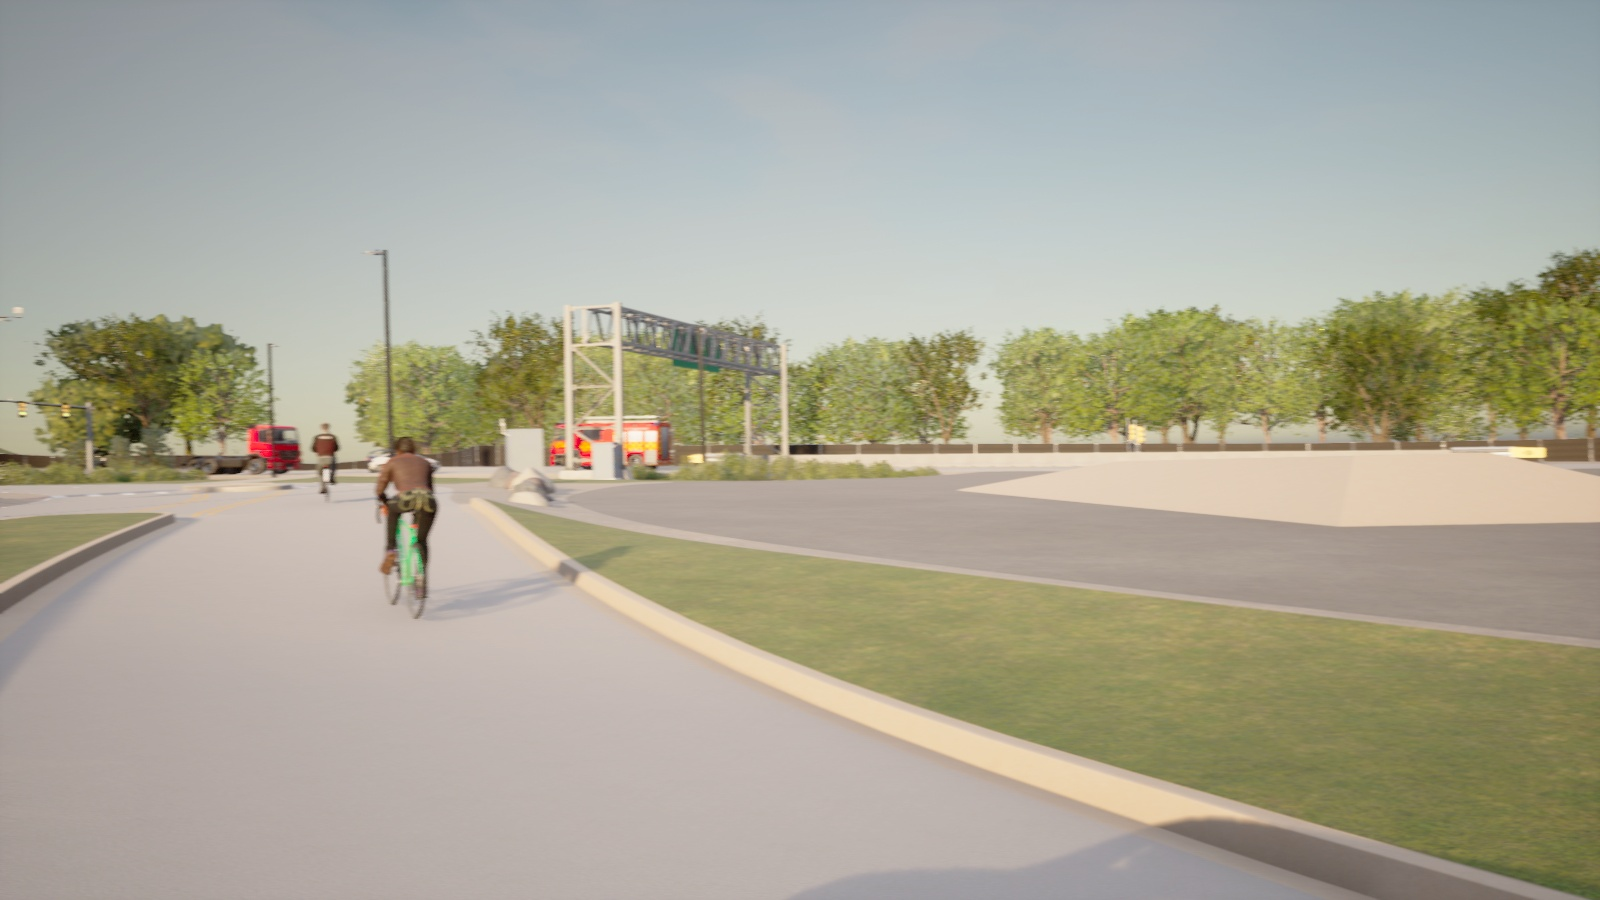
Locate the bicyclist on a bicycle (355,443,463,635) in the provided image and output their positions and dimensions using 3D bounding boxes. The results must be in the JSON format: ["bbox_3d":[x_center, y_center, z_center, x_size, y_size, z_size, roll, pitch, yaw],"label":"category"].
[{"bbox_3d":[-3.647,0.766,11.637,0.582,1.620,1.656,1,0,-30],"label":"bicyclist on a bicycle"}]

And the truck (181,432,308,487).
[{"bbox_3d":[-38.010,0.650,85.956,7.936,3.462,2.891,-2,0,17],"label":"truck"}]

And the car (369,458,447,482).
[{"bbox_3d":[-25.607,1.301,82.061,4.674,1.442,1.812,-2,0,17],"label":"car"}]

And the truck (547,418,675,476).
[{"bbox_3d":[-13.450,-0.216,89.236,8.468,3.827,2.891,-2,0,17],"label":"truck"}]

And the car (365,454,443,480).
[{"bbox_3d":[-27.201,1.174,86.231,4.611,1.667,2.242,-2,0,17],"label":"car"}]
